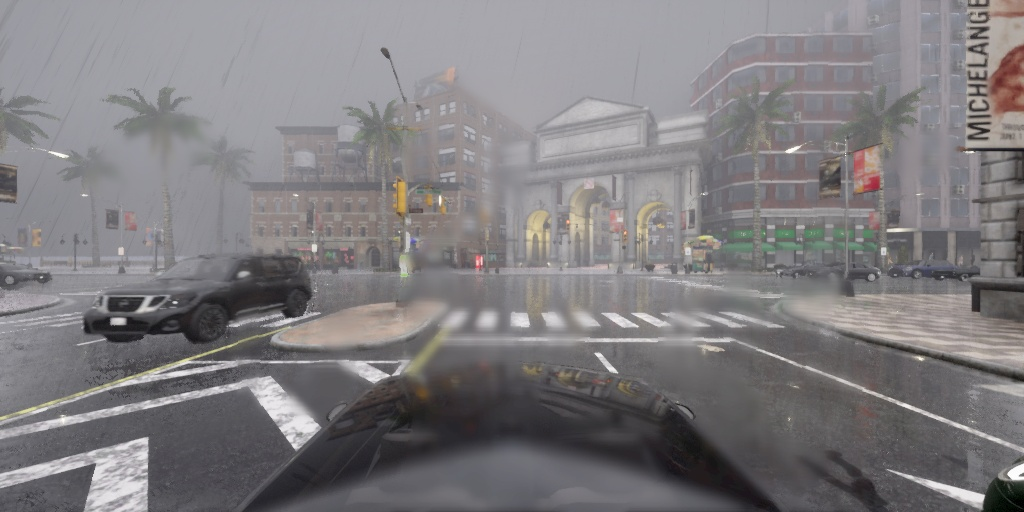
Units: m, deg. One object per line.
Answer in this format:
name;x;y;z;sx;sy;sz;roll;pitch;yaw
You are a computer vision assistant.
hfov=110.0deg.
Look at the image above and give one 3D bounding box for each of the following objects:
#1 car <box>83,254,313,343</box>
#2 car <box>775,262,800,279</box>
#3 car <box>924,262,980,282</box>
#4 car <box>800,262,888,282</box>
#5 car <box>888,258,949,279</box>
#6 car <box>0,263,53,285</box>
car;-7.943;0.971;10.030;2.150;2.045;5.566;0;0;1
car;26.299;1.242;32.000;4.902;1.511;2.128;0;0;1
car;36.294;1.351;28.329;4.718;1.301;1.895;0;0;2
car;26.294;1.255;28.504;4.892;1.490;1.837;0;0;1
car;36.279;1.102;31.751;4.553;1.767;2.097;0;0;3
car;-35.715;1.255;25.385;4.892;1.490;1.837;0;0;1
